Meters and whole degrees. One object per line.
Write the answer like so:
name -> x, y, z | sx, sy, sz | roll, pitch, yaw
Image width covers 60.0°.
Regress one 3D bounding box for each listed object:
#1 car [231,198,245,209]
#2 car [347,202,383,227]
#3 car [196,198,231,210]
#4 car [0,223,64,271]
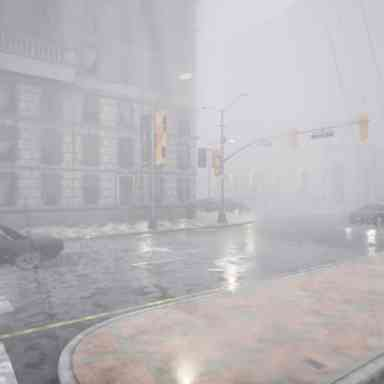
car -> 5.034, 1.517, 44.585 | 1.812, 1.442, 4.674 | 0, 0, -36
car -> 12.612, 1.498, 22.806 | 4.892, 1.490, 1.837 | 0, 0, -35
car -> 2.172, 1.484, 42.570 | 2.128, 1.511, 4.902 | 0, 0, -36
car -> -6.261, 1.601, 9.355 | 4.718, 1.301, 1.895 | 0, 0, -35
